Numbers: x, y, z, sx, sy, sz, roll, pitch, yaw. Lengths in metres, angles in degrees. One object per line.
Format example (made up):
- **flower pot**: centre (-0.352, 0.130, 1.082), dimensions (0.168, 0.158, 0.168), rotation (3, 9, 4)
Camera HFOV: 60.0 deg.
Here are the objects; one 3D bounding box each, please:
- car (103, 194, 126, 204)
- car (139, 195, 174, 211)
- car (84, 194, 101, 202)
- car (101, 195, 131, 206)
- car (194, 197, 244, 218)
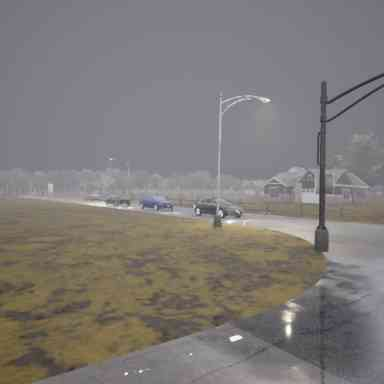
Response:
- **car**: centre (-12.404, 1.088, 52.977), dimensions (1.994, 1.385, 4.181), rotation (2, -1, -35)
- **car**: centre (-3.754, 1.084, 34.600), dimensions (1.882, 1.535, 5.008), rotation (2, 0, -36)
- **car**: centre (-18.201, 1.007, 61.129), dimensions (2.033, 1.411, 5.357), rotation (2, -1, -35)
- **car**: centre (-9.541, 1.108, 42.755), dimensions (1.895, 1.301, 4.718), rotation (2, -1, -35)
- **car**: centre (2.039, 1.227, 26.452), dimensions (1.837, 1.490, 4.892), rotation (2, 0, -35)
